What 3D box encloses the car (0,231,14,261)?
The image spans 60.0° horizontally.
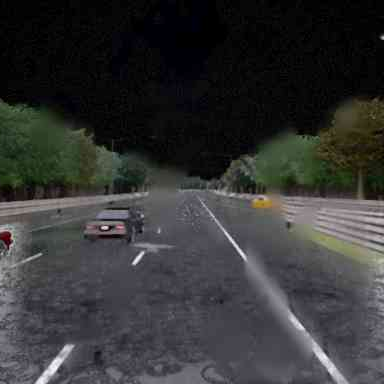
[{"bbox_3d":[-6.901,1.532,8.991,1.895,1.301,4.718,0,0,0],"label":"car"}]

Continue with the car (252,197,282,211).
[{"bbox_3d":[8.318,1.246,37.304,1.882,1.535,5.008,0,0,-10],"label":"car"}]

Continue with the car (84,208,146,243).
[{"bbox_3d":[-3.402,1.430,15.481,2.033,1.411,5.357,0,0,0],"label":"car"}]
